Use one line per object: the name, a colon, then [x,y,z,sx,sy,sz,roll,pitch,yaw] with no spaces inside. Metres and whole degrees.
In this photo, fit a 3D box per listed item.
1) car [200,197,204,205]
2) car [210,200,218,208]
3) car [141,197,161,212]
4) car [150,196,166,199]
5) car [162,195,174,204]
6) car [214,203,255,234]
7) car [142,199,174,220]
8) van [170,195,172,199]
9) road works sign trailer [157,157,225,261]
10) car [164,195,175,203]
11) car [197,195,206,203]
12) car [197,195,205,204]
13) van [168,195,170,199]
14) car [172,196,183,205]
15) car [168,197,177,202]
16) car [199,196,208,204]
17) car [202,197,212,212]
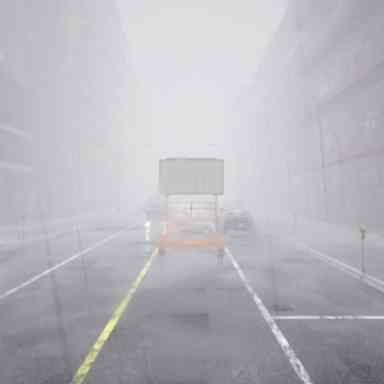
car: [2.553,1.759,47.365,2.008,1.369,4.403,1,0,0]
car: [2.569,1.622,25.414,1.752,1.417,4.829,1,0,0]
car: [-5.323,1.704,41.721,1.752,1.417,4.829,2,0,0]
car: [-5.321,1.524,47.424,2.192,1.841,5.009,2,0,0]
car: [-5.341,1.698,75.075,2.192,1.841,5.009,1,0,0]
car: [2.572,1.617,19.712,1.887,1.381,4.507,1,0,0]
car: [-2.868,1.618,28.893,1.837,1.490,4.892,0,0,0]
van: [-5.334,1.649,64.014,1.690,1.788,3.998,1,0,0]
road works sign trailer: [-0.017,0.507,12.400,2.380,3.560,2.880,0,0,0]
car: [-5.345,1.737,80.605,2.192,1.841,5.009,1,0,0]
car: [2.497,1.776,86.081,2.192,1.841,5.009,1,0,0]
car: [2.542,1.851,63.957,1.887,1.381,4.507,1,0,0]
van: [-5.329,1.613,58.482,1.690,1.788,3.998,2,0,0]
car: [-2.796,1.883,69.716,2.033,1.411,5.357,0,0,0]
car: [-5.359,2.070,91.665,1.947,1.339,4.313,1,0,0]
car: [2.544,1.822,75.019,1.967,1.590,4.097,1,0,0]
car: [2.557,1.724,41.833,1.887,1.381,4.507,1,0,0]
